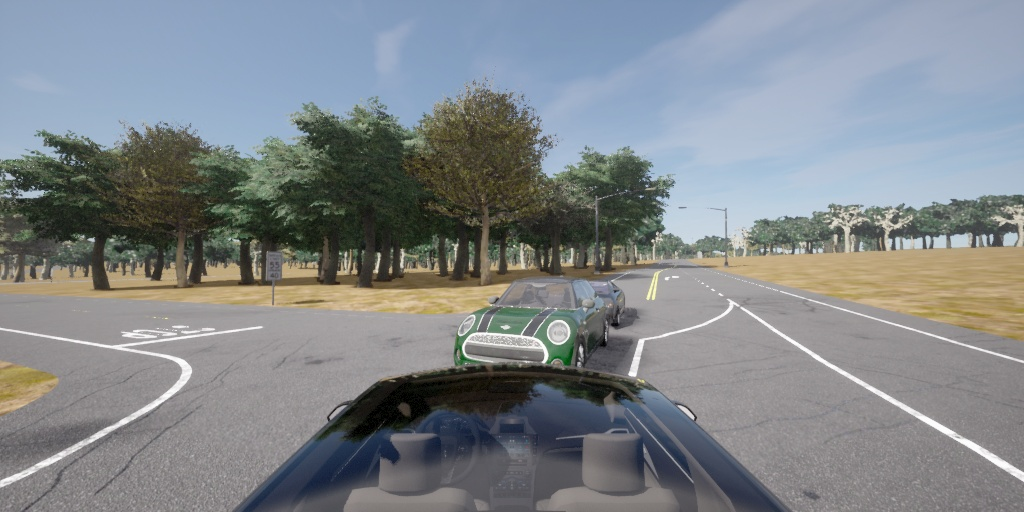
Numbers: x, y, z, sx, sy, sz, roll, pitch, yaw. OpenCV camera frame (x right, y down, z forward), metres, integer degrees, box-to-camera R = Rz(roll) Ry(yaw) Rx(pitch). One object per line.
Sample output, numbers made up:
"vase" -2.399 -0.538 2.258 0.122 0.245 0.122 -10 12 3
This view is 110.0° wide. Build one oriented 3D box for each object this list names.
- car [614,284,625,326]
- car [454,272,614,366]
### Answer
"car" 2.916 1.554 12.873 1.994 1.385 4.181 -2 0 22
"car" 0.687 1.222 7.442 2.097 1.767 4.553 -1 -2 22
